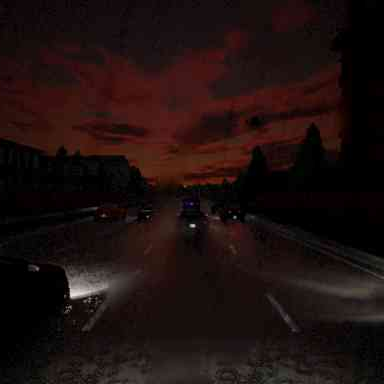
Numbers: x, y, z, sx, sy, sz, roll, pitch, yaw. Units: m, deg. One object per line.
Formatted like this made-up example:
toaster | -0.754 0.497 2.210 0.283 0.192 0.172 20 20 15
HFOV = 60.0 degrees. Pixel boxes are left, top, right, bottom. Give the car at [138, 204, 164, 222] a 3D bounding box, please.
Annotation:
car | -3.500 1.752 28.784 2.128 1.511 4.902 0 -1 0

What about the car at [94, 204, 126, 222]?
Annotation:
car | -7.000 1.737 28.816 1.882 1.535 5.008 0 -1 0

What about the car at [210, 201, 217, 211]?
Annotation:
car | 3.381 1.874 41.889 2.128 1.511 4.902 0 0 0

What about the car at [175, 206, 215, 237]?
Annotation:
car | 0.032 1.739 19.268 1.994 1.385 4.181 0 -1 0

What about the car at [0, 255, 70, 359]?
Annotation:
car | -3.418 1.609 4.974 1.994 1.385 4.181 0 0 0

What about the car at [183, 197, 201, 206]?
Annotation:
car | -0.052 1.621 44.115 2.150 2.045 5.566 0 -1 0

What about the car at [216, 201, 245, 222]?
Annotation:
car | 3.443 1.770 28.984 1.837 1.490 4.892 0 0 0
